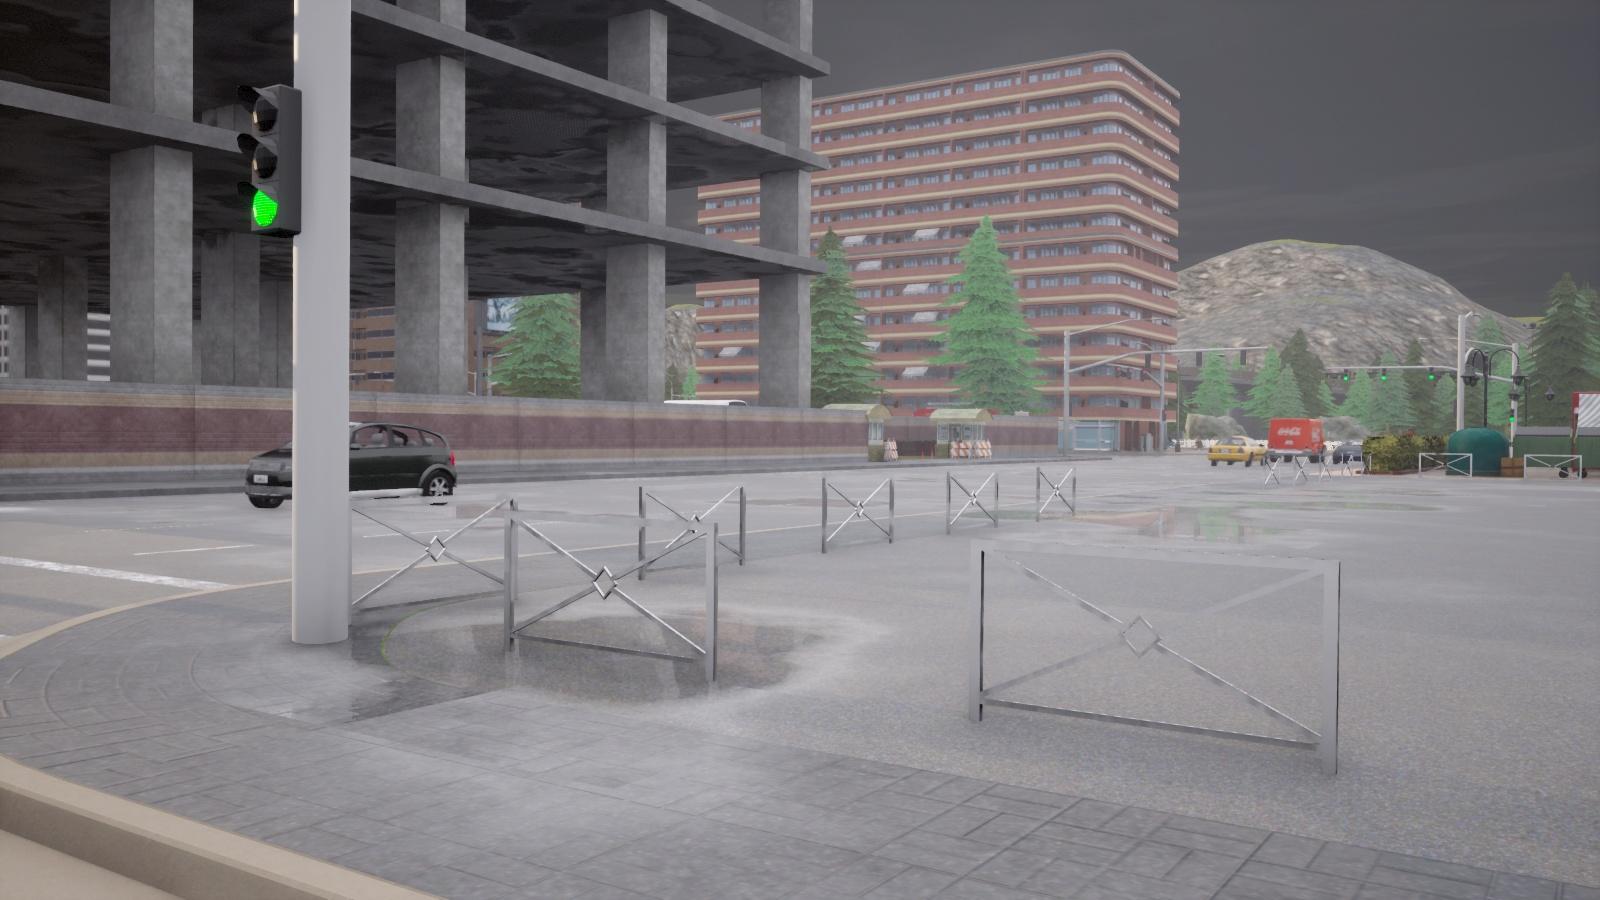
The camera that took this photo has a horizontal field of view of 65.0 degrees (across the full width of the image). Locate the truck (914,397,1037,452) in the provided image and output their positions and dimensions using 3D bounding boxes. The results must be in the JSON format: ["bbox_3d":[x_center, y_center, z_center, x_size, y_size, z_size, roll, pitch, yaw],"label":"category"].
[{"bbox_3d":[12.721,-1.797,91.465,8.468,3.827,2.891,0,1,34],"label":"truck"}]

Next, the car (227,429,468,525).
[{"bbox_3d":[-8.030,0.415,22.572,1.789,1.549,3.705,0,1,33],"label":"car"}]

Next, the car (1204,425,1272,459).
[{"bbox_3d":[21.089,-0.400,60.358,1.801,1.575,5.366,0,1,33],"label":"car"}]

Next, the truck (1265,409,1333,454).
[{"bbox_3d":[28.471,-1.021,71.548,2.627,2.467,5.204,0,0,33],"label":"truck"}]

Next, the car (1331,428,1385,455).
[{"bbox_3d":[30.119,-0.456,67.689,1.994,1.385,4.181,0,1,33],"label":"car"}]
